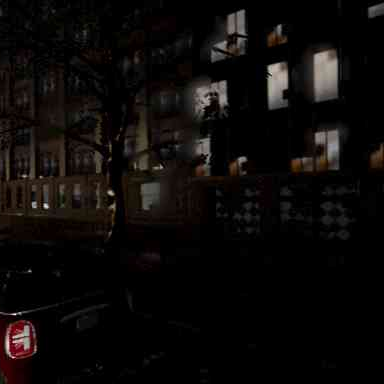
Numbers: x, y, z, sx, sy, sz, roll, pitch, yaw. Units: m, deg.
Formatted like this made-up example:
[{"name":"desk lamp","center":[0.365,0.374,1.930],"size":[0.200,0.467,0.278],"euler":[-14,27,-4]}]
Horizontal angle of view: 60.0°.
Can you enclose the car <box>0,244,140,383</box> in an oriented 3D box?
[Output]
[{"name":"car","center":[-2.745,1.490,4.832],"size":[4.097,1.590,1.967],"euler":[-1,-1,35]}]
